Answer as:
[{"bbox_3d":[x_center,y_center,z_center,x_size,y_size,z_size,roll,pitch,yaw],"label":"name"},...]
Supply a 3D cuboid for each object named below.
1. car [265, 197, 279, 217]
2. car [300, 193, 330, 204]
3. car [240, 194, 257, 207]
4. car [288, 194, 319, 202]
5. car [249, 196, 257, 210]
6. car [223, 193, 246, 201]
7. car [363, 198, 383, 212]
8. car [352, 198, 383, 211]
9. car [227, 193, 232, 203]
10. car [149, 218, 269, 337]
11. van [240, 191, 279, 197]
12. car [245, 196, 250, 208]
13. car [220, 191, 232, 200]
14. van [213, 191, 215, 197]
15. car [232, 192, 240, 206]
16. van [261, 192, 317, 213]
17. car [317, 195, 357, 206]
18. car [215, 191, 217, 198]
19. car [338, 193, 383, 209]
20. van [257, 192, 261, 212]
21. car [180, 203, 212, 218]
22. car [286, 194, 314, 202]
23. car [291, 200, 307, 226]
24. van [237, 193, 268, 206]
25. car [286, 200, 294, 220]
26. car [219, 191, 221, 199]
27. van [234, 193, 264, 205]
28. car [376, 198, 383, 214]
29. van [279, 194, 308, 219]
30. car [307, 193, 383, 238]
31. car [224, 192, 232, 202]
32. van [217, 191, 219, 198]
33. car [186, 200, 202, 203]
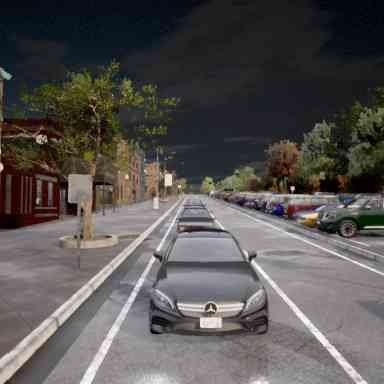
[{"bbox_3d":[9.197,1.461,28.287,5.008,1.535,2.097,0,0,0],"label":"car"},{"bbox_3d":[22.092,1.138,59.677,4.553,1.767,2.185,0,1,0],"label":"car"},{"bbox_3d":[9.110,1.410,42.310,4.892,1.521,2.231,0,0,0],"label":"car"},{"bbox_3d":[21.837,1.212,65.226,5.366,1.575,1.946,0,0,0],"label":"car"},{"bbox_3d":[9.172,1.471,36.699,4.792,1.488,2.163,0,0,0],"label":"car"},{"bbox_3d":[8.875,1.042,70.342,4.553,1.767,2.185,0,1,0],"label":"car"},{"bbox_3d":[22.188,1.470,37.464,4.792,1.488,2.163,0,0,0],"label":"car"},{"bbox_3d":[22.227,1.453,40.247,4.792,1.488,2.163,0,0,0],"label":"car"},{"bbox_3d":[8.998,1.293,56.328,4.892,1.521,2.231,0,1,0],"label":"car"},{"bbox_3d":[0.253,1.524,6.869,1.812,1.442,4.674,0,0,0],"label":"car"},{"bbox_3d":[9.200,1.165,45.116,4.442,1.987,1.878,0,0,0],"label":"van"},{"bbox_3d":[9.121,1.467,39.507,4.674,1.452,2.002,0,0,0],"label":"car"},{"bbox_3d":[8.917,0.966,64.735,5.566,2.045,2.435,0,1,0],"label":"car"},{"bbox_3d":[8.652,0.768,89.963,4.442,1.987,1.878,0,1,0],"label":"van"},{"bbox_3d":[9.036,1.115,47.916,5.566,2.045,2.435,0,1,0],"label":"car"},{"bbox_3d":[9.066,1.232,31.093,4.442,1.987,1.878,0,0,0],"label":"van"},{"bbox_3d":[22.306,1.335,51.351,5.366,1.575,1.946,0,1,0],"label":"car"},{"bbox_3d":[8.822,1.068,81.556,5.008,1.535,2.097,0,1,0],"label":"car"},{"bbox_3d":[22.150,1.155,43.020,5.566,2.045,2.435,0,0,0],"label":"car"},{"bbox_3d":[9.279,1.224,33.896,4.442,1.987,1.878,0,0,0],"label":"van"},{"bbox_3d":[0.194,1.533,17.448,2.033,1.411,5.357,0,0,0],"label":"car"},{"bbox_3d":[22.009,1.191,68.004,4.892,1.521,2.231,0,1,0],"label":"car"},{"bbox_3d":[9.076,1.467,19.876,5.366,1.575,1.946,0,0,0],"label":"car"},{"bbox_3d":[9.161,1.116,50.721,4.442,1.987,1.878,0,1,0],"label":"van"},{"bbox_3d":[9.244,1.507,22.681,4.674,1.452,2.002,0,0,0],"label":"car"},{"bbox_3d":[8.898,0.941,67.538,5.566,2.045,2.435,0,1,0],"label":"car"},{"bbox_3d":[9.141,1.091,53.524,4.442,1.987,1.878,0,1,0],"label":"van"},{"bbox_3d":[22.422,1.445,34.694,5.366,1.575,1.946,0,0,0],"label":"car"},{"bbox_3d":[9.339,1.238,25.484,4.442,1.987,1.878,0,0,0],"label":"van"},{"bbox_3d":[9.253,1.221,17.073,5.566,2.045,2.435,0,0,0],"label":"car"},{"bbox_3d":[8.963,1.282,61.935,4.674,1.452,2.002,0,1,0],"label":"car"},{"bbox_3d":[8.731,0.867,78.750,4.442,1.987,1.878,0,1,0],"label":"van"},{"bbox_3d":[0.221,1.443,29.963,2.128,1.511,4.902,0,0,0],"label":"car"}]
